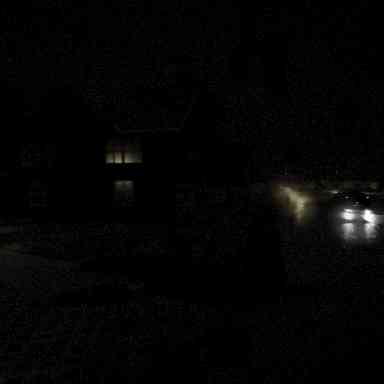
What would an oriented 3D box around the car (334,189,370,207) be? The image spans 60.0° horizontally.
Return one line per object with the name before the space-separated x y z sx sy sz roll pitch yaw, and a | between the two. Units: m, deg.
car | 12.958 0.421 27.166 1.895 1.301 4.718 -1 2 14
